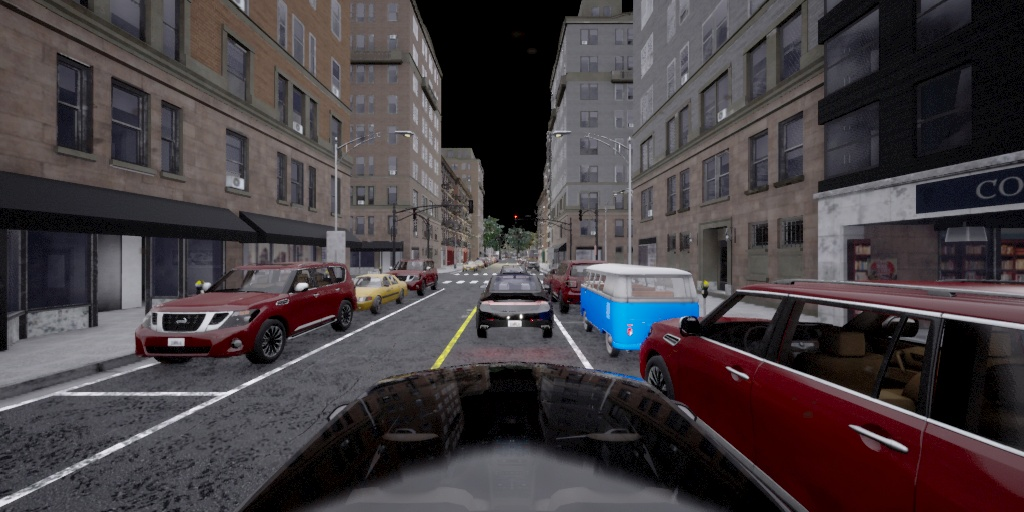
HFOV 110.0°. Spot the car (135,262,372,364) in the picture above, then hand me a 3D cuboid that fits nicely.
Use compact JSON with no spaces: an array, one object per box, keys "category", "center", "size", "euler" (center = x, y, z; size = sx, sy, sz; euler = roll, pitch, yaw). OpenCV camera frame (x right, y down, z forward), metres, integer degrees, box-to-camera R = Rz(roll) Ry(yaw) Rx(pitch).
[{"category":"car","center":[-5.394,1.064,8.274],"size":[2.192,1.841,5.009],"euler":[0,0,0]}]

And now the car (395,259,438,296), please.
[{"category":"car","center":[-5.388,1.063,19.631],"size":[2.192,1.841,5.009],"euler":[0,0,0]}]

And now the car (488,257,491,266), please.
[{"category":"car","center":[-5.365,1.061,63.084],"size":[2.192,1.841,5.009],"euler":[0,0,0]}]

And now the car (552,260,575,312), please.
[{"category":"car","center":[2.646,1.064,13.945],"size":[2.192,1.841,5.009],"euler":[0,0,0]}]

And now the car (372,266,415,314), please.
[{"category":"car","center":[-5.391,1.275,13.782],"size":[1.751,1.417,4.829],"euler":[0,0,0]}]

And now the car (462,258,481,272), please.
[{"category":"car","center":[-5.383,1.272,46.468],"size":[1.751,1.417,4.829],"euler":[0,0,0]}]

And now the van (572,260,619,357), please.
[{"category":"van","center":[2.642,1.091,8.266],"size":[1.690,1.789,3.998],"euler":[0,0,0]}]

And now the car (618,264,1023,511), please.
[{"category":"car","center":[2.638,1.065,2.587],"size":[2.192,1.841,5.009],"euler":[0,0,0]}]

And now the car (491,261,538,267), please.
[{"category":"car","center":[0.082,1.240,20.191],"size":[2.128,1.511,4.902],"euler":[0,0,-1]}]

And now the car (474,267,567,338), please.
[{"category":"car","center":[0.079,1.241,10.140],"size":[2.128,1.511,4.902],"euler":[0,0,0]}]

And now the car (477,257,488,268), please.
[{"category":"car","center":[-5.371,1.272,57.432],"size":[1.751,1.417,4.829],"euler":[0,0,0]}]

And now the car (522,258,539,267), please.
[{"category":"car","center":[2.670,1.297,46.633],"size":[2.007,1.370,4.403],"euler":[0,0,0]}]
